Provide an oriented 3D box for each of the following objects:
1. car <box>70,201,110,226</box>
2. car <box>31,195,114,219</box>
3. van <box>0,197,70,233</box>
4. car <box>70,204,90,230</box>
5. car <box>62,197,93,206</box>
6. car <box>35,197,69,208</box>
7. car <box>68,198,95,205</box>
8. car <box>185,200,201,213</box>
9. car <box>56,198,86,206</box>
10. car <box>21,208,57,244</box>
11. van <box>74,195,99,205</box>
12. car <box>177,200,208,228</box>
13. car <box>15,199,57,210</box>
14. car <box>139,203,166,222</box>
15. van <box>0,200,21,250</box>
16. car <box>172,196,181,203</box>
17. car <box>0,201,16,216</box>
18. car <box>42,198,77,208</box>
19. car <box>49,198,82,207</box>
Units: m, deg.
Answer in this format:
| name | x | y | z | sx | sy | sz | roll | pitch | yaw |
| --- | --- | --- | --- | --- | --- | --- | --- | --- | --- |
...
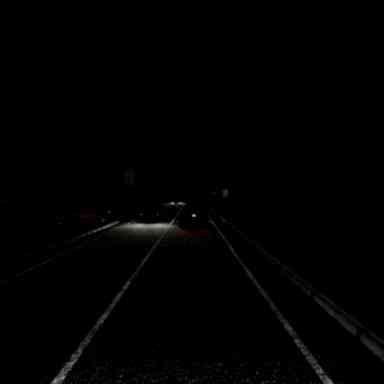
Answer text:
| name | x | y | z | sx | sy | sz | roll | pitch | yaw |
| --- | --- | --- | --- | --- | --- | --- | --- | --- | --- |
| car | -8.775 | 1.644 | 22.937 | 5.366 | 1.575 | 1.946 | 0 | 0 | 0 |
| car | -8.933 | 1.407 | 25.742 | 5.566 | 2.045 | 2.435 | 0 | 0 | 0 |
| van | -9.074 | 1.398 | 17.332 | 4.442 | 1.987 | 1.878 | 0 | 0 | 0 |
| car | -8.962 | 1.675 | 20.134 | 4.674 | 1.452 | 2.002 | 0 | 0 | 0 |
| car | -21.870 | 1.819 | 63.721 | 5.366 | 1.575 | 1.946 | 0 | 0 | 0 |
| car | -22.083 | 1.644 | 52.622 | 4.553 | 1.767 | 2.185 | 0 | 0 | 0 |
| car | -22.087 | 1.865 | 66.498 | 4.792 | 1.488 | 2.163 | 0 | 0 | 0 |
| car | 0.140 | 1.801 | 41.902 | 1.994 | 1.385 | 4.181 | 0 | 0 | 0 |
| car | -22.084 | 1.838 | 60.946 | 4.792 | 1.488 | 2.163 | 0 | 0 | 0 |
| car | -8.951 | 1.612 | 14.528 | 5.008 | 1.535 | 2.097 | 0 | 0 | 0 |
| van | -21.941 | 1.623 | 69.273 | 4.442 | 1.987 | 1.878 | 0 | 0 | 0 |
| car | 0.122 | 1.594 | 23.806 | 2.033 | 1.649 | 4.856 | 0 | 0 | 0 |
| car | -22.044 | 1.745 | 47.070 | 5.008 | 1.535 | 2.097 | 0 | 0 | 0 |
| car | -3.321 | 1.661 | 28.341 | 1.882 | 1.535 | 5.008 | 0 | 0 | 0 |
| van | -8.839 | 1.374 | 11.721 | 4.442 | 1.987 | 1.878 | 0 | 0 | 0 |
| car | -3.184 | 1.633 | 69.663 | 1.812 | 1.442 | 4.674 | 0 | 1 | 0 |
| car | -22.016 | 1.729 | 35.968 | 4.792 | 1.488 | 2.163 | 0 | 0 | 0 |
| car | -22.059 | 1.782 | 55.397 | 5.008 | 1.535 | 2.097 | 0 | 0 | 0 |
| car | -22.048 | 1.796 | 58.172 | 4.892 | 1.521 | 2.231 | 0 | 0 | 0 |
